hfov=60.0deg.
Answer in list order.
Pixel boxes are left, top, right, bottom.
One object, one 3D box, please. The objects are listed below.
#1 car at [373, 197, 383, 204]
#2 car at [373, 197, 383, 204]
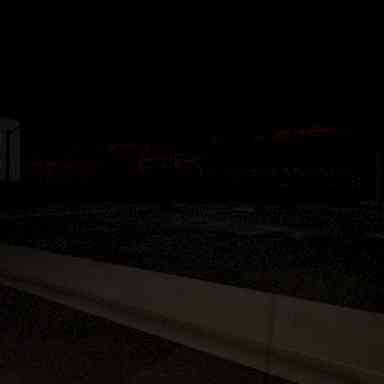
[{"bbox_3d":[37.542,1.576,65.370,1.853,1.218,4.536,1,1,6],"label":"car"},{"bbox_3d":[37.535,1.734,65.320,2.038,1.542,4.974,1,1,6],"label":"car"}]
